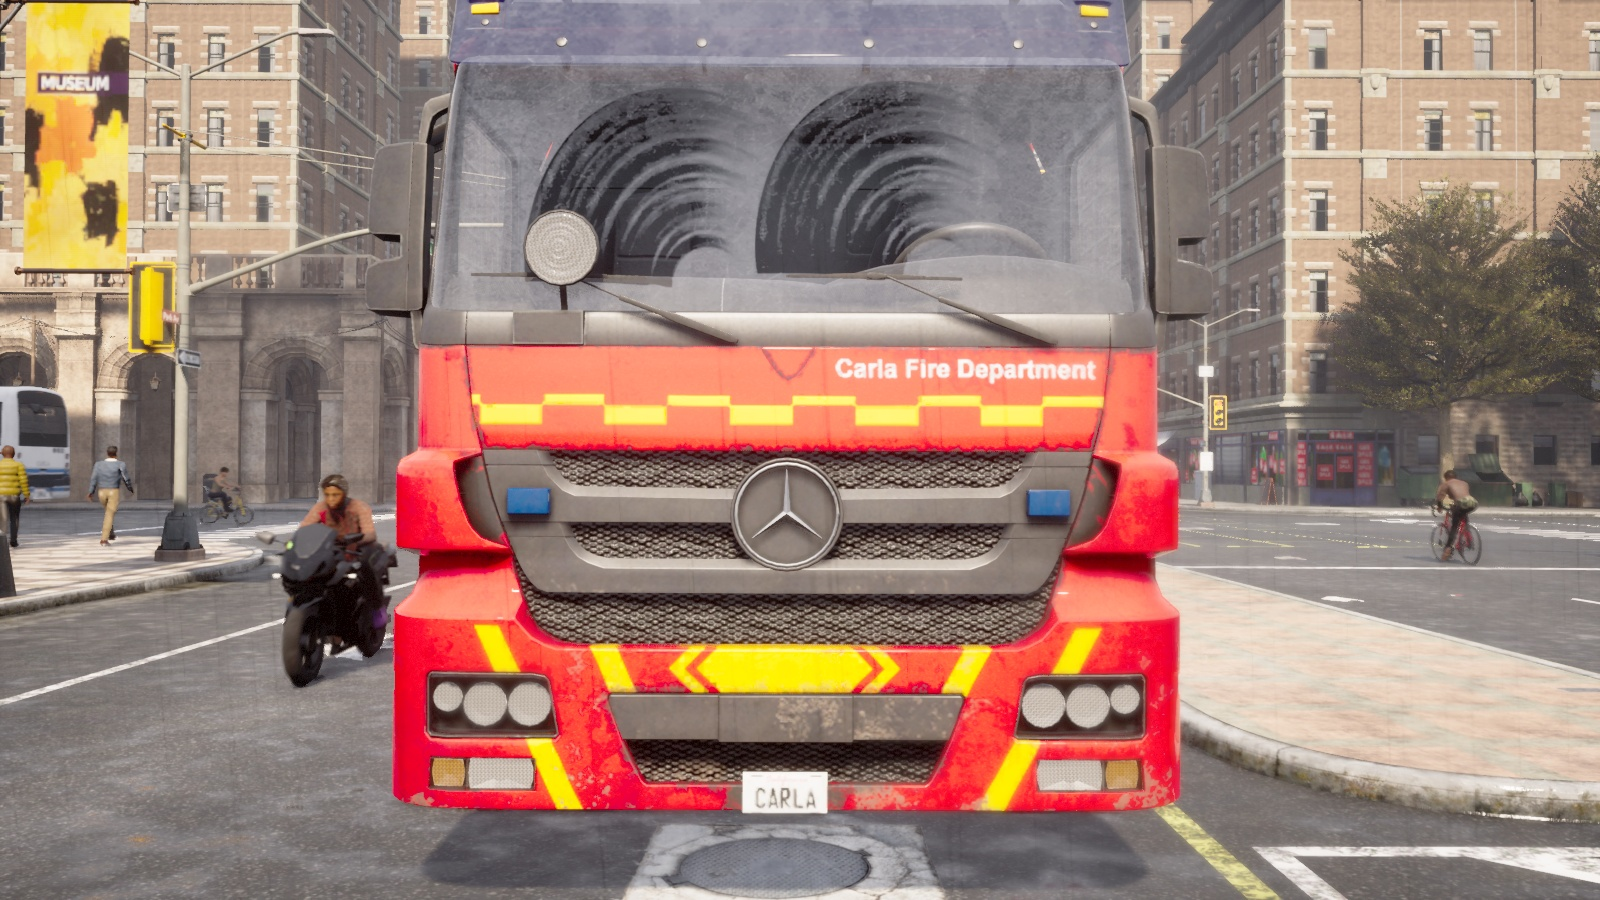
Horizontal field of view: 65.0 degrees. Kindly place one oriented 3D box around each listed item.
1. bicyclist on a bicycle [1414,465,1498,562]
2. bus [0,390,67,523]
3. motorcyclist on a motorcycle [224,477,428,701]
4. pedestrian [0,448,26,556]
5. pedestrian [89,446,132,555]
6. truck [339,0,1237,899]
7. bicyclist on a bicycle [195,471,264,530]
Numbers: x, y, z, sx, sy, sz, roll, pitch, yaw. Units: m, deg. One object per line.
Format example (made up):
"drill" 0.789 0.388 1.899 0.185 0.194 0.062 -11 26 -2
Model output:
"bicyclist on a bicycle" 11.414 1.089 21.905 0.582 1.620 1.656 0 -1 0
"bus" -30.600 0.258 41.641 10.273 4.253 3.944 0 -1 0
"motorcyclist on a motorcycle" -3.550 0.972 9.633 0.797 1.523 2.044 0 -1 0
"pedestrian" -13.604 0.888 21.626 0.370 1.835 0.726 0 -1 -24
"pedestrian" -12.510 0.903 22.798 0.423 1.949 0.788 0 -1 -8
"truck" -0.054 -0.211 8.305 2.891 3.827 8.468 0 -1 0
"bicyclist on a bicycle" -15.766 1.396 34.737 1.509 1.612 0.866 0 -1 -1
